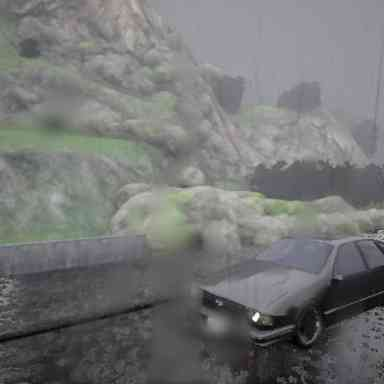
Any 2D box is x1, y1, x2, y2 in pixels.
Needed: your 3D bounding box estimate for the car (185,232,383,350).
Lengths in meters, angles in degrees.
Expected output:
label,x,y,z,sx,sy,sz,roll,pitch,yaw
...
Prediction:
label,x,y,z,sx,sy,sz,roll,pitch,yaw
car,2.501,1.533,6.397,5.357,1.411,2.033,0,0,-36
